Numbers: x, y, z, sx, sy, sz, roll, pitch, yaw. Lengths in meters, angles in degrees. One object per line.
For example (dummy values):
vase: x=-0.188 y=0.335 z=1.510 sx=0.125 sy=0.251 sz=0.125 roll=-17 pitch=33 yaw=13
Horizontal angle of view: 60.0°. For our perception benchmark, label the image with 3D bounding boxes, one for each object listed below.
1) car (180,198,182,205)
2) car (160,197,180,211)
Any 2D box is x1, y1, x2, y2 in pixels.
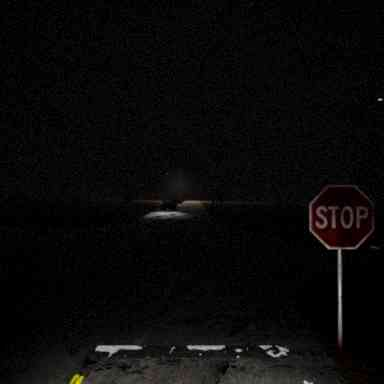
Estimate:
car: x=-2.768 y=1.562 z=59.830 sx=2.033 sy=1.411 sz=5.357 roll=0 pitch=0 yaw=0
car: x=-2.761 y=1.613 z=40.506 sx=1.895 sy=1.301 sz=4.718 roll=0 pitch=0 yaw=0
